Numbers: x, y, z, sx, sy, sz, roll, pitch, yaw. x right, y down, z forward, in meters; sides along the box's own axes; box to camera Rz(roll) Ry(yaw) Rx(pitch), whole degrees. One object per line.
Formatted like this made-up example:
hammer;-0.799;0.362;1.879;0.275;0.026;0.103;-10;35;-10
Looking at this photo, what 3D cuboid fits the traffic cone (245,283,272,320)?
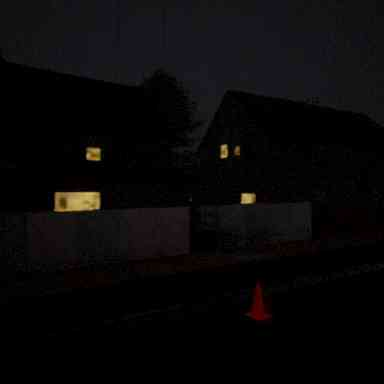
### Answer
traffic cone;1.185;1.918;5.943;0.340;0.580;0.340;0;0;-33
